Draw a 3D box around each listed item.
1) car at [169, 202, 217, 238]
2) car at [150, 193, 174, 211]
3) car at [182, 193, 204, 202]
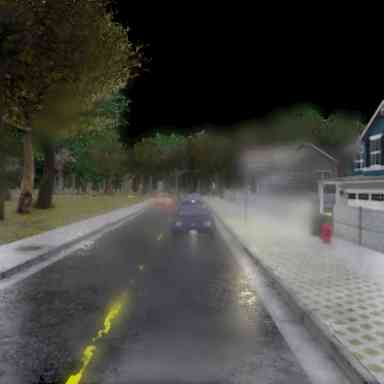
[{"bbox_3d":[0.097,1.363,15.949,1.895,1.301,4.718,0,1,0],"label":"car"},{"bbox_3d":[-2.844,0.877,32.526,2.097,1.767,4.553,0,1,0],"label":"car"},{"bbox_3d":[0.099,0.876,32.598,2.097,1.767,4.553,0,1,0],"label":"car"}]
